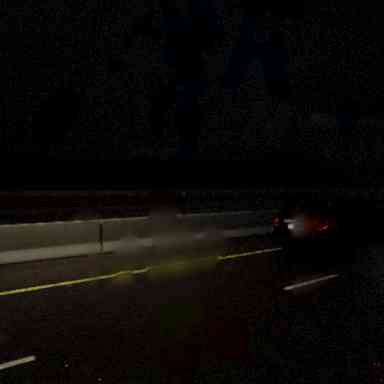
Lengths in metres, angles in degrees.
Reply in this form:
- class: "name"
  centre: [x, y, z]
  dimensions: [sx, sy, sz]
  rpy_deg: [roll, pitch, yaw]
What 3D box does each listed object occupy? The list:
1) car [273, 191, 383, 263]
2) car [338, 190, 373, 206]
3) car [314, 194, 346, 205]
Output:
- class: "car"
  centre: [5.302, 1.129, 11.868]
  dimensions: [5.566, 2.045, 2.150]
  rpy_deg: [-1, 1, -35]
- class: "car"
  centre: [22.811, 0.833, 46.293]
  dimensions: [5.566, 2.045, 2.150]
  rpy_deg: [-1, 0, -38]
- class: "car"
  centre: [20.311, 1.108, 48.803]
  dimensions: [4.902, 1.511, 2.128]
  rpy_deg: [-1, 0, -38]
